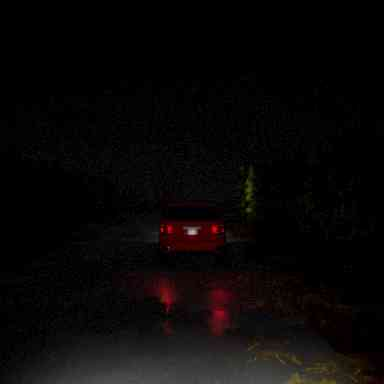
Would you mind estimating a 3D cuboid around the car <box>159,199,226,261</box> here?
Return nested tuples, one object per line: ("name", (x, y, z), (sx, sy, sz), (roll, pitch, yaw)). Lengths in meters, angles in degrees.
("car", (0.020, 1.276, 12.570), (2.150, 2.045, 5.566), (0, 0, 0))
